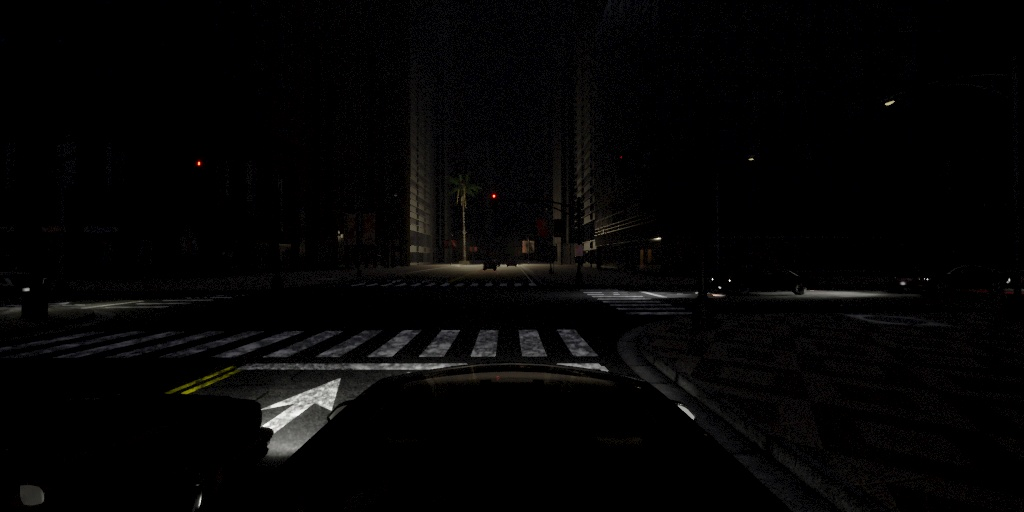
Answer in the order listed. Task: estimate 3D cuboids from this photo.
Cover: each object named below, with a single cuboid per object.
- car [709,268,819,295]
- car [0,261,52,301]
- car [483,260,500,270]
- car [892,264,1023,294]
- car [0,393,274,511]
[{"bbox_3d":[12.994,1.315,18.719,4.718,1.301,1.895,0,0,-2],"label":"car"},{"bbox_3d":[-22.977,1.057,14.933,5.566,2.045,2.150,0,0,0],"label":"car"},{"bbox_3d":[-3.258,1.380,54.250,2.128,1.511,4.902,0,0,0],"label":"car"},{"bbox_3d":[23.000,1.173,18.887,4.902,1.511,2.128,0,0,-1],"label":"car"},{"bbox_3d":[-3.175,1.297,0.693,2.033,1.411,5.357,0,0,4],"label":"car"}]
